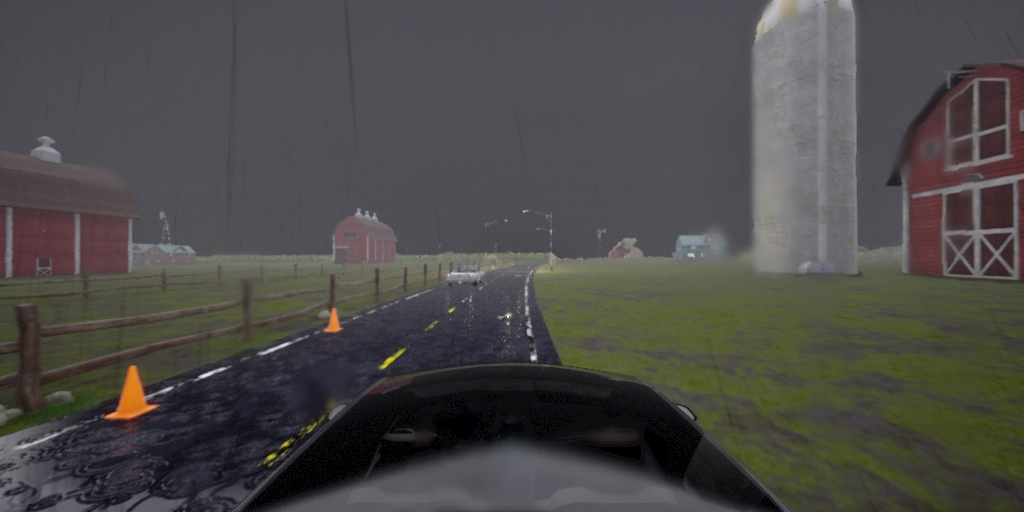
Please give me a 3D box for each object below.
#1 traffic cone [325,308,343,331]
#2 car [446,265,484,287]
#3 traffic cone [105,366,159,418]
[{"bbox_3d":[-4.757,1.685,9.587,0.340,0.580,0.340,0,0,1],"label":"traffic cone"},{"bbox_3d":[-3.146,1.331,24.572,1.895,1.301,4.718,0,0,3],"label":"car"},{"bbox_3d":[-4.821,1.694,4.560,0.340,0.580,0.340,0,0,0],"label":"traffic cone"}]
